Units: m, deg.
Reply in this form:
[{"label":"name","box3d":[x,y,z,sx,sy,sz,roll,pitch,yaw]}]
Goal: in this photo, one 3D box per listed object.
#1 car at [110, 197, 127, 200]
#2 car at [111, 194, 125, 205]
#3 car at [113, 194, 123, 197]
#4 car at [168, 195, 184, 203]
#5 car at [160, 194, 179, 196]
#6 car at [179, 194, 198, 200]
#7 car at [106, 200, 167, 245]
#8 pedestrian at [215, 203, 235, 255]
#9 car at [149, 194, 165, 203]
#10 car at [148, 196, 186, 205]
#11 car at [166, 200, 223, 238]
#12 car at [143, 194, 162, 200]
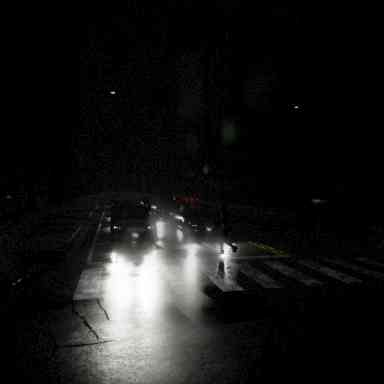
[{"label":"car","box3d":[-4.979,1.308,24.179,2.033,1.411,5.357,1,0,-14]},{"label":"car","box3d":[-10.639,1.071,47.847,1.837,1.490,4.892,1,0,-13]},{"label":"car","box3d":[-7.409,1.205,34.219,1.812,1.442,4.674,1,0,-13]},{"label":"car","box3d":[-2.866,1.200,57.203,1.895,1.301,4.718,1,0,-14]},{"label":"car","box3d":[-3.659,1.199,46.924,2.033,1.411,5.357,1,0,-13]},{"label":"car","box3d":[-0.495,1.036,47.609,2.097,1.767,4.553,1,0,-13]},{"label":"car","box3d":[-2.679,1.326,14.708,2.128,1.511,4.902,1,0,-14]},{"label":"pedestrian","box3d":[1.123,1.189,11.289,0.375,1.860,0.375,1,0,-14]},{"label":"car","box3d":[-6.016,1.058,56.406,2.128,1.511,4.902,1,0,-14]},{"label":"car","box3d":[-2.064,1.290,25.950,1.837,1.490,4.892,1,0,-14]},{"label":"car","box3d":[0.166,1.363,16.745,1.837,1.490,4.892,1,0,-14]},{"label":"car","box3d":[-4.517,1.250,36.072,2.033,1.411,5.357,1,0,-14]}]
